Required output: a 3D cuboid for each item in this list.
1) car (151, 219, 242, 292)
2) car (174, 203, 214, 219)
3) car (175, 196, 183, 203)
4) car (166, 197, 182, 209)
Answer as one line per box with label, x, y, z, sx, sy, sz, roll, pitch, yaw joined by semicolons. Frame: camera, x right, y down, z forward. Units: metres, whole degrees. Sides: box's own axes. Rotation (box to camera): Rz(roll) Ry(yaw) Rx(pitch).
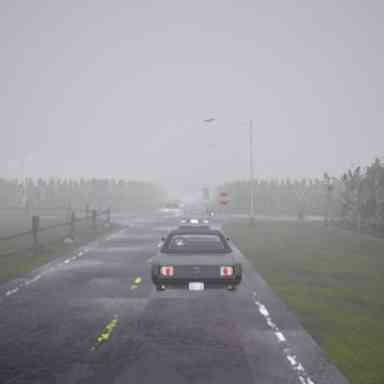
car;0.094;1.641;9.004;1.895;1.301;4.718;0;0;0
car;0.302;1.635;20.278;2.033;1.411;5.357;0;0;4
car;-2.838;1.610;67.574;2.097;1.767;4.553;0;0;0
car;-2.901;1.800;50.034;1.895;1.301;4.718;0;0;0
